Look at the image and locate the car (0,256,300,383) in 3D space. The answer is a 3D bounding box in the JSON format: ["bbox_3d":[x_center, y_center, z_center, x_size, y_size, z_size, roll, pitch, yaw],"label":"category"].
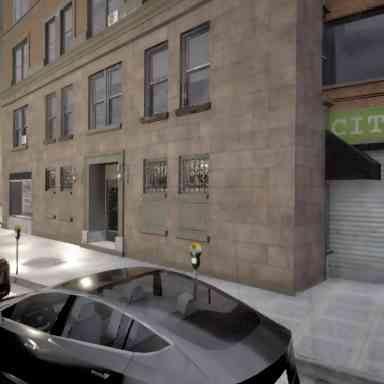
[{"bbox_3d":[-1.009,1.566,3.792,4.313,1.339,1.947,0,1,35],"label":"car"}]
